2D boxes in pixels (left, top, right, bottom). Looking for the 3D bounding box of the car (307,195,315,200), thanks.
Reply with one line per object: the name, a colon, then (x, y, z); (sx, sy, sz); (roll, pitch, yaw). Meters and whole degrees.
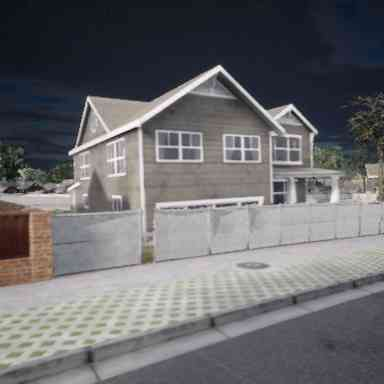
car: (22.283, 1.376, 63.449); (1.812, 1.442, 4.674); (-1, 0, 15)
